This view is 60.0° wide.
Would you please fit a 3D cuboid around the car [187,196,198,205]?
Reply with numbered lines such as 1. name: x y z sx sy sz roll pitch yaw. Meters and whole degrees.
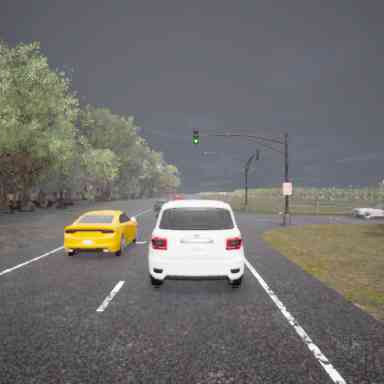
1. car: 0.099 1.553 61.411 2.033 1.411 5.357 0 0 0

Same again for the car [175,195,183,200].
1. car: -3.495 1.553 92.467 1.994 1.385 4.181 0 0 0

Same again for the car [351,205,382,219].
1. car: 17.726 1.853 31.543 4.718 1.301 1.895 1 -1 1

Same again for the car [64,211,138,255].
1. car: -3.398 1.482 13.269 1.882 1.535 5.008 0 0 0

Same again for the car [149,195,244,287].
1. car: 0.105 1.227 9.478 2.150 2.045 5.566 0 0 0

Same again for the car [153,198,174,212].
1. car: -3.398 1.500 40.126 2.128 1.511 4.902 0 0 0

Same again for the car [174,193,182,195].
1. car: -3.495 1.228 82.696 2.150 2.045 5.566 0 0 0
